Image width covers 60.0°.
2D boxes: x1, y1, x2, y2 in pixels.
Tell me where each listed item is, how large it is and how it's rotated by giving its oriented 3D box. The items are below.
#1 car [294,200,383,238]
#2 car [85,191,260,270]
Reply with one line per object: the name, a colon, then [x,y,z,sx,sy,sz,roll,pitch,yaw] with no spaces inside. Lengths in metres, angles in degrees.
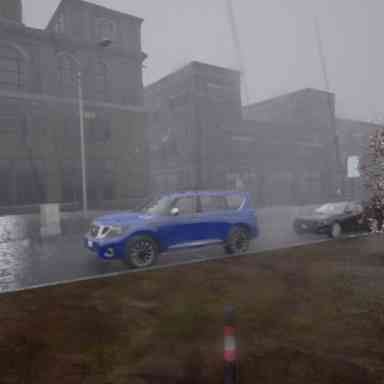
car: [6.885,1.184,15.570,5.008,1.535,2.097,-1,0,-33]
car: [-0.388,0.988,10.344,5.566,2.045,2.435,-1,0,-33]
